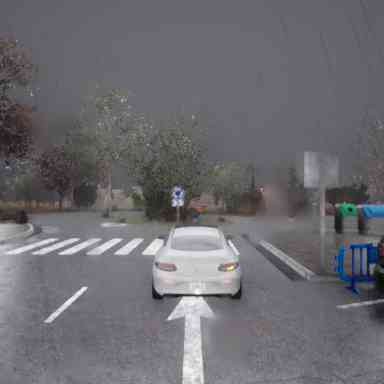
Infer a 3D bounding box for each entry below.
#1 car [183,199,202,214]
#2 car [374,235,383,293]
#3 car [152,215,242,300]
[{"bbox_3d":[-1.251,1.595,36.573,4.553,1.767,2.097,2,0,17],"label":"car"},{"bbox_3d":[6.027,1.233,6.097,5.566,2.045,2.435,1,0,-20],"label":"car"},{"bbox_3d":[0.098,1.522,8.252,1.812,1.442,4.674,0,0,0],"label":"car"}]
